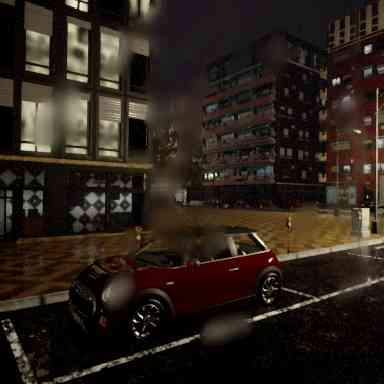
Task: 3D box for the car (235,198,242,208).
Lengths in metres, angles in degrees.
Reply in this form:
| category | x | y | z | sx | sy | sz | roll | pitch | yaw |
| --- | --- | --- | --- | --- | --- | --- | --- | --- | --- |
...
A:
| category | x | y | z | sx | sy | sz | roll | pitch | yaw |
| --- | --- | --- | --- | --- | --- | --- | --- | --- | --- |
| car | 6.903 | 1.725 | 55.261 | 1.967 | 1.590 | 4.097 | 1 | -1 | -35 |

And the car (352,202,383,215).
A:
| category | x | y | z | sx | sy | sz | roll | pitch | yaw |
| --- | --- | --- | --- | --- | --- | --- | --- | --- | --- |
| car | 19.964 | 1.729 | 36.716 | 1.947 | 1.339 | 4.313 | 1 | -1 | -35 |

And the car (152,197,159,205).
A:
| category | x | y | z | sx | sy | sz | roll | pitch | yaw |
| --- | --- | --- | --- | --- | --- | --- | --- | --- | --- |
| car | -6.482 | 1.763 | 59.712 | 1.887 | 1.381 | 4.507 | 1 | -1 | -35 |

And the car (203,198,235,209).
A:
| category | x | y | z | sx | sy | sz | roll | pitch | yaw |
| --- | --- | --- | --- | --- | --- | --- | --- | --- | --- |
| car | 3.314 | 1.677 | 45.803 | 2.008 | 1.369 | 4.403 | 1 | -1 | -35 |

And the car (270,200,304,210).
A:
| category | x | y | z | sx | sy | sz | roll | pitch | yaw |
| --- | --- | --- | --- | --- | --- | --- | --- | --- | --- |
| car | 13.433 | 1.806 | 45.988 | 1.802 | 1.307 | 4.206 | 1 | -1 | -35 |

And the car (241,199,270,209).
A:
| category | x | y | z | sx | sy | sz | roll | pitch | yaw |
| --- | --- | --- | --- | --- | --- | --- | --- | --- | --- |
| car | 10.168 | 1.799 | 50.625 | 1.887 | 1.381 | 4.507 | 1 | -1 | -35 |

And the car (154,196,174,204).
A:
| category | x | y | z | sx | sy | sz | roll | pitch | yaw |
| --- | --- | --- | --- | --- | --- | --- | --- | --- | --- |
| car | -6.158 | 1.724 | 73.807 | 2.192 | 1.841 | 5.009 | 1 | -1 | -35 |

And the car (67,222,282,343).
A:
| category | x | y | z | sx | sy | sz | roll | pitch | yaw |
| --- | --- | --- | --- | --- | --- | --- | --- | --- | --- |
| car | -0.200 | 1.441 | 6.395 | 4.097 | 1.590 | 1.967 | 0 | 1 | -35 |

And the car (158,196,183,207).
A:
| category | x | y | z | sx | sy | sz | roll | pitch | yaw |
| --- | --- | --- | --- | --- | --- | --- | --- | --- | --- |
| car | -3.217 | 1.733 | 55.076 | 1.887 | 1.381 | 4.507 | 1 | -1 | -35 |
